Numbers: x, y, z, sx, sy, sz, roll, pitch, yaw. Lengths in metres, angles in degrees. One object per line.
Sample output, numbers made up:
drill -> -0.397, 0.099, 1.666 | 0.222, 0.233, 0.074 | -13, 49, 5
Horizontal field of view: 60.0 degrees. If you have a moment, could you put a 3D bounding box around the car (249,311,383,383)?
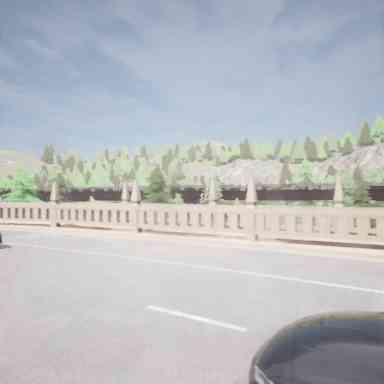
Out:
car -> 2.685, 1.470, 1.897 | 4.902, 1.511, 2.128 | 0, 0, 36

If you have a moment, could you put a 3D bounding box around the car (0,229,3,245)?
car -> -9.660, 1.603, 13.421 | 4.181, 1.385, 1.994 | 0, 0, 27
